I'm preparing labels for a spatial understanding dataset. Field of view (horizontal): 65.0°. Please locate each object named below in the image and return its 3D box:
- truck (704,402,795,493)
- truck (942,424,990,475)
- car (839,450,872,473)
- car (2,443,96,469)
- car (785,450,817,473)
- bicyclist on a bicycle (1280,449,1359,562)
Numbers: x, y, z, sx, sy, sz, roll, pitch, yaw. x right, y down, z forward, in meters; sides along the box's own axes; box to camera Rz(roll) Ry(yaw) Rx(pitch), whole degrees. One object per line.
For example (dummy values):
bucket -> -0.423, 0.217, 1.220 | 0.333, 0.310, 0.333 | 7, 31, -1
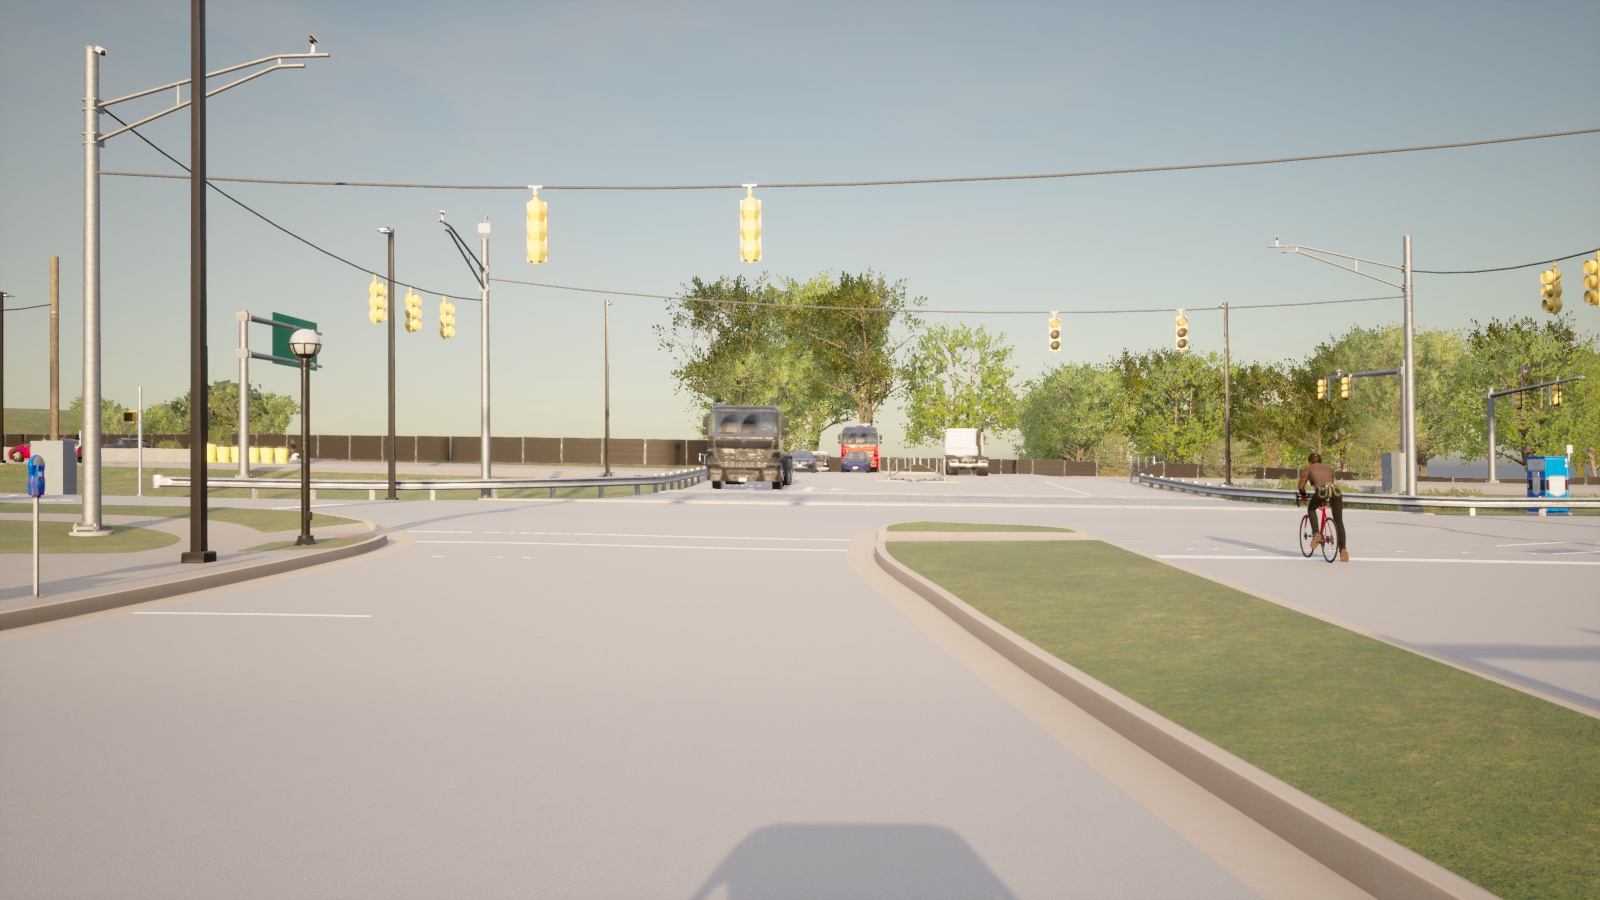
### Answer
truck -> -1.954, -0.166, 52.211 | 2.891, 3.462, 7.936 | 0, 1, 4
truck -> 11.739, -0.024, 89.332 | 2.891, 3.462, 7.936 | 0, 0, 4
car -> 3.889, 0.791, 87.023 | 2.163, 1.488, 4.792 | 0, -1, 4
car -> -45.006, 0.360, 75.318 | 4.514, 1.525, 2.007 | 0, -1, 4
car -> 0.112, 0.778, 82.672 | 1.812, 1.442, 4.674 | 0, -1, 4
bicyclist on a bicycle -> 7.829, 0.809, 18.989 | 0.582, 1.620, 1.656 | 0, 0, 4
